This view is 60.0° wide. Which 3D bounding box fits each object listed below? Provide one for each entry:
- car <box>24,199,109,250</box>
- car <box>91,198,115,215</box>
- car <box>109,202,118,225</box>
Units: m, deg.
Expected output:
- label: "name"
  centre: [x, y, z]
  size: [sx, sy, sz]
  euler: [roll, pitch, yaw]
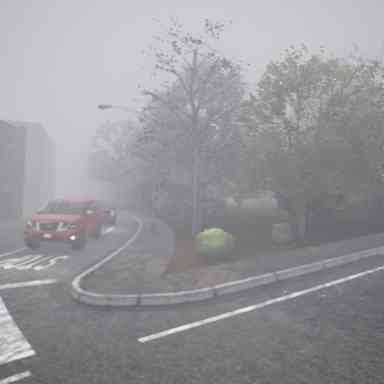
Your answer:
- label: "car"
  centre: [-5.729, 1.362, 15.661]
  size: [2.150, 2.045, 5.566]
  euler: [2, 0, -3]
- label: "car"
  centre: [-10.186, 1.637, 37.723]
  size: [2.097, 1.767, 4.553]
  euler: [2, -2, -21]
- label: "car"
  centre: [-6.888, 1.541, 25.764]
  size: [2.097, 1.767, 4.553]
  euler: [2, -1, -11]
